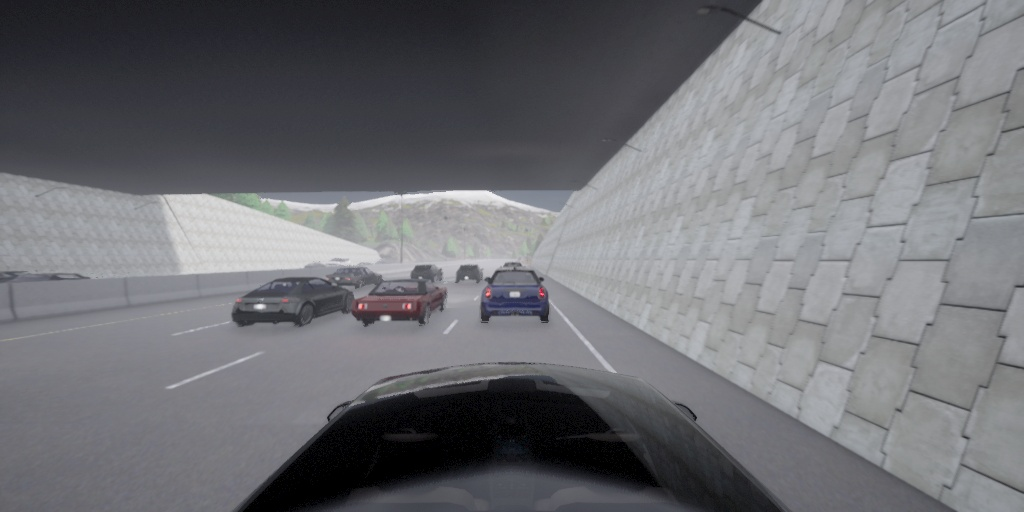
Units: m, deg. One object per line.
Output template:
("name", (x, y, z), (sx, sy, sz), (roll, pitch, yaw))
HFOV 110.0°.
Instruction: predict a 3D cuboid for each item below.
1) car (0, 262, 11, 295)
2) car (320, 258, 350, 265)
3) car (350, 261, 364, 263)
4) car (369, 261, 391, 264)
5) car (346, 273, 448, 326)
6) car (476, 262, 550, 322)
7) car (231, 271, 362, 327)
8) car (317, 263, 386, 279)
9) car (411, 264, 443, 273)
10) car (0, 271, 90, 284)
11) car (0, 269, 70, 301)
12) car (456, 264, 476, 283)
("car", (-28.110, 1.192, 17.091), (2.097, 1.767, 4.553), (0, 0, 0))
("car", (-28.038, 1.267, 57.982), (2.150, 2.045, 5.566), (0, 0, 1))
("car", (-24.542, 1.615, 59.451), (1.994, 1.385, 4.181), (0, 0, 1))
("car", (-21.056, 1.519, 57.647), (1.882, 1.535, 5.008), (0, 0, 1))
("car", (-3.409, 1.404, 11.907), (1.895, 1.301, 4.718), (0, 0, 0))
("car", (0.089, 1.157, 12.641), (2.097, 1.767, 4.553), (0, 0, 0))
("car", (-6.909, 1.368, 11.836), (1.994, 1.385, 4.181), (0, 0, 0))
("car", (-10.415, 1.414, 23.899), (2.033, 1.411, 5.357), (0, 0, 0))
("car", (-6.912, 1.397, 29.376), (1.837, 1.490, 4.892), (0, 0, 0))
("car", (-21.111, 1.432, 16.016), (1.895, 1.301, 4.718), (0, 0, 0))
("car", (-24.610, 1.402, 17.053), (1.994, 1.385, 4.181), (0, 0, 0))
("car", (-3.413, 1.396, 29.388), (1.837, 1.490, 4.892), (0, 0, 0))
